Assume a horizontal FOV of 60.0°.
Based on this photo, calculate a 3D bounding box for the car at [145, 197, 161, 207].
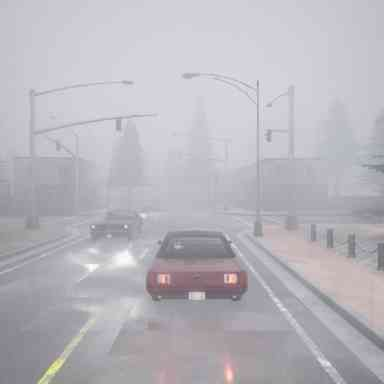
[{"bbox_3d":[-6.003,1.529,50.918,1.994,1.385,4.181,0,0,-14],"label":"car"}]

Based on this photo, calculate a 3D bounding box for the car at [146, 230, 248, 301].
[{"bbox_3d":[0.071,1.601,8.268,1.895,1.301,4.718,0,0,-1],"label":"car"}]

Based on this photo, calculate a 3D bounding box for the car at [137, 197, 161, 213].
[{"bbox_3d":[-4.386,1.513,36.665,2.033,1.411,5.357,0,0,-2],"label":"car"}]

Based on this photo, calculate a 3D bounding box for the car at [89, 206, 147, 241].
[{"bbox_3d":[-3.632,1.601,16.721,1.895,1.301,4.718,0,0,-1],"label":"car"}]

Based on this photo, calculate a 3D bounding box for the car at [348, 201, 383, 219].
[{"bbox_3d":[15.762,1.476,27.933,4.902,1.511,2.128,0,0,2],"label":"car"}]

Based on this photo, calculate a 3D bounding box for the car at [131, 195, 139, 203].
[{"bbox_3d":[-11.355,1.469,65.984,1.837,1.490,4.892,0,0,-26],"label":"car"}]
